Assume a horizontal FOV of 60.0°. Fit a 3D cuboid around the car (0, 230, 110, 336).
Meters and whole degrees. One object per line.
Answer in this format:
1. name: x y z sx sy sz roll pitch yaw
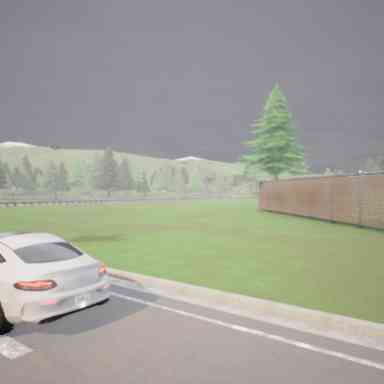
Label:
1. car: -3.590 1.495 6.553 4.674 1.442 1.812 0 0 36
